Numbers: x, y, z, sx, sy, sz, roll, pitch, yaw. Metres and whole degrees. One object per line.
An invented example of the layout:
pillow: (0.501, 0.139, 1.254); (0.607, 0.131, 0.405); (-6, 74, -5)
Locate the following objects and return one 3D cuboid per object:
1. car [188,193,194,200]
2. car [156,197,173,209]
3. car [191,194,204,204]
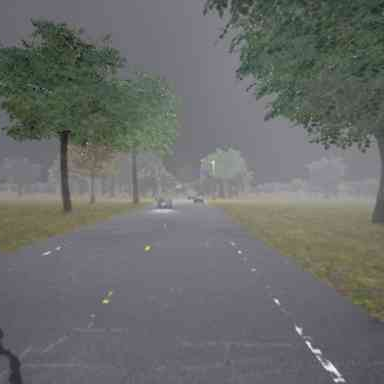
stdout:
car: (0.009, 1.126, 80.302); (2.097, 1.767, 4.553); (0, 0, 0)
car: (-3.575, 1.409, 43.954); (2.128, 1.511, 4.902); (0, 0, 0)
car: (1.232, 1.431, 60.871); (1.812, 1.442, 4.674); (0, 0, 0)
